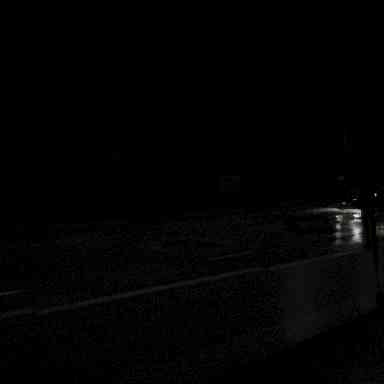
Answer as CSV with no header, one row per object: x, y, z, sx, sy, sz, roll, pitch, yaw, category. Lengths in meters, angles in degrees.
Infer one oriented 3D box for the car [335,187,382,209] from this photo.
13.295,0.399,26.334,4.674,1.442,1.812,-5,3,-35,car
